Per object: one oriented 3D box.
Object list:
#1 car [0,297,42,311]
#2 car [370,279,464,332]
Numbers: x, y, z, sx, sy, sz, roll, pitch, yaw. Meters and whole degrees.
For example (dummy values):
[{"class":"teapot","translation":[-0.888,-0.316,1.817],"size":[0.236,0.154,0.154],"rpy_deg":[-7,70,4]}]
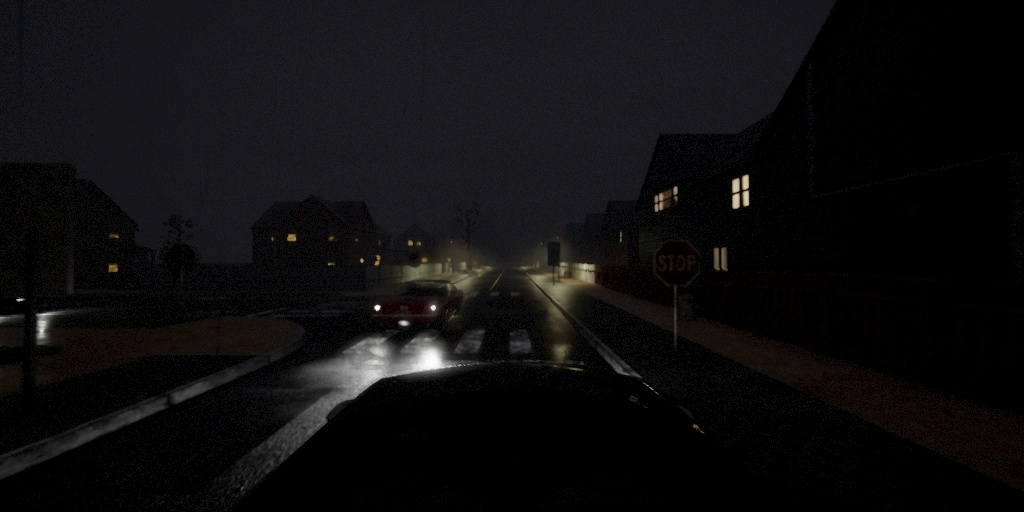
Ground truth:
[{"class":"car","translation":[-20.304,1.336,13.030],"size":[4.892,1.490,1.837],"rpy_deg":[0,-1,0]},{"class":"car","translation":[-2.756,1.436,11.397],"size":[1.895,1.301,4.718],"rpy_deg":[0,0,0]}]
